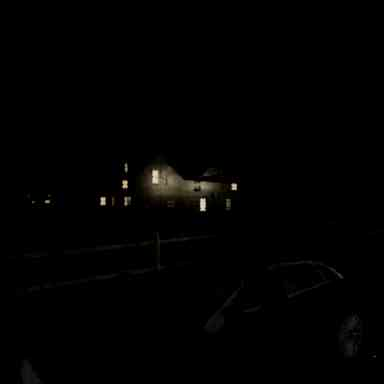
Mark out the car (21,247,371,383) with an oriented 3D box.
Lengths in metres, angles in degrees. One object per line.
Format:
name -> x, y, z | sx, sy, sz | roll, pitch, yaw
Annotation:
car -> 0.494, 1.563, 4.363 | 4.902, 1.511, 2.128 | 0, -1, -37
